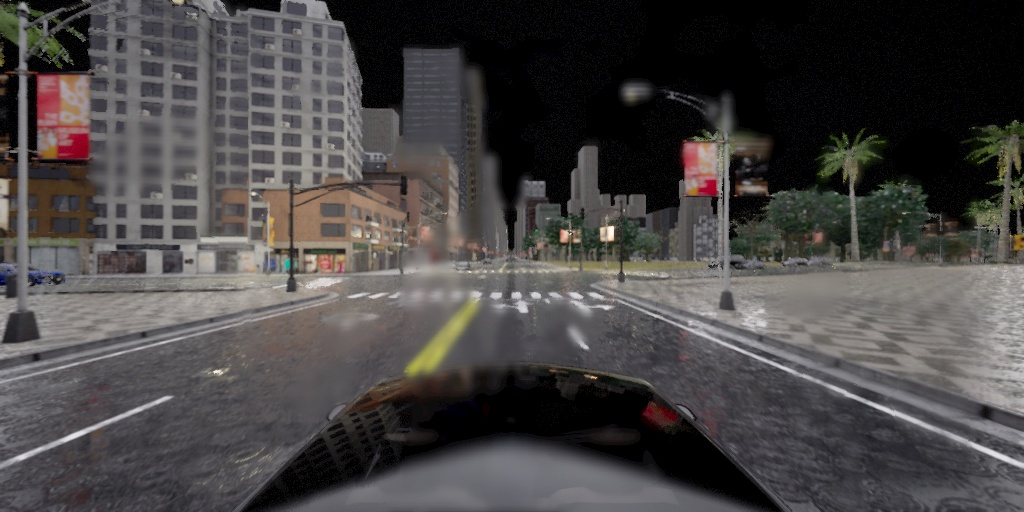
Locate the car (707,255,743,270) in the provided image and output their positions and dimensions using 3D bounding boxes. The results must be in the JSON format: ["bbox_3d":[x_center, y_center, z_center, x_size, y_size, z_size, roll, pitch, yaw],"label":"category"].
[{"bbox_3d":[30.009,0.846,50.169,5.566,2.045,2.150,-1,0,-22],"label":"car"}]

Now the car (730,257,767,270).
[{"bbox_3d":[31.405,1.180,47.249,4.181,1.385,1.994,0,0,-23],"label":"car"}]

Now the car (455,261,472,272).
[{"bbox_3d":[-6.581,1.452,49.037,1.812,1.442,4.674,0,1,0],"label":"car"}]

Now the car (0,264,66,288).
[{"bbox_3d":[-31.963,1.233,22.793,5.008,1.535,1.882,0,0,-13],"label":"car"}]
